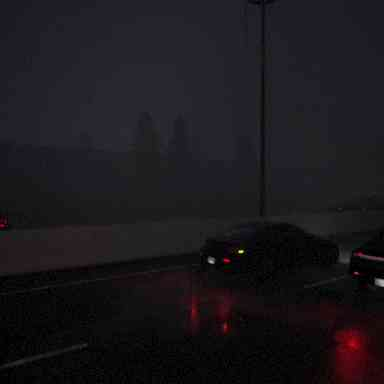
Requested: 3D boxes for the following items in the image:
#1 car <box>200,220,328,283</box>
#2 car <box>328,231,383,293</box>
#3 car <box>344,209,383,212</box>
[{"bbox_3d":[2.361,1.560,9.730,4.674,1.442,1.812,0,0,-36],"label":"car"},{"bbox_3d":[5.615,1.533,7.754,4.902,1.511,2.128,0,0,-35],"label":"car"},{"bbox_3d":[14.112,1.347,26.959,5.566,2.045,2.150,1,0,-35],"label":"car"}]
